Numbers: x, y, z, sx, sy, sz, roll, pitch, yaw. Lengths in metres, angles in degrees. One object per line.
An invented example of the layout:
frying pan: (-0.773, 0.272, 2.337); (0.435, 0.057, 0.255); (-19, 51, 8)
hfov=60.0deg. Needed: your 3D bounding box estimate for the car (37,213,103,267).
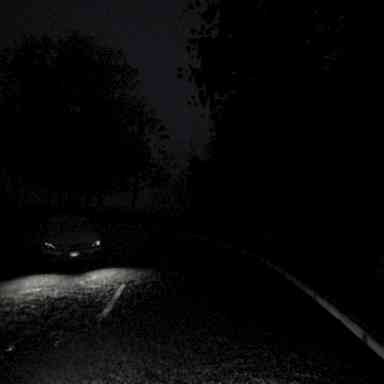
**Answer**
car: (-4.354, 1.506, 11.719); (1.812, 1.442, 4.674); (1, 0, -25)
